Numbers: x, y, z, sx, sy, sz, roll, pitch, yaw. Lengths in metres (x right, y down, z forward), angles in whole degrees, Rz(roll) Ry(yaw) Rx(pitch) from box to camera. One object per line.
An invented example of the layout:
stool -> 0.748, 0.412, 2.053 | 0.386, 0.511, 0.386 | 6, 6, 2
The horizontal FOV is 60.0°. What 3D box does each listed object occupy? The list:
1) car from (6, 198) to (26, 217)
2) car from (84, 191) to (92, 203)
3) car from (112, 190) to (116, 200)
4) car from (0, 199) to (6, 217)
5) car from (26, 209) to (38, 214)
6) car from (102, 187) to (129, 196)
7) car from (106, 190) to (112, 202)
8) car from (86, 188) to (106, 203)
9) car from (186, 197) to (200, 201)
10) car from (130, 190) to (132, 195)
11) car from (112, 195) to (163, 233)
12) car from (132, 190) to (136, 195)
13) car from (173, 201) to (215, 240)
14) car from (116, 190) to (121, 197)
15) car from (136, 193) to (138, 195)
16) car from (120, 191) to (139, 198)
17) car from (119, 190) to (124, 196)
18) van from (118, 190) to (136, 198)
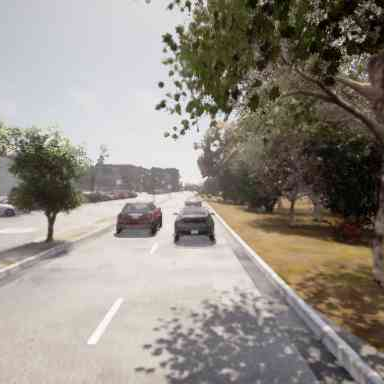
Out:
car -> -16.810, 1.364, 27.776 | 4.674, 1.452, 2.002 | -1, 0, -20
car -> -16.960, 1.082, 45.713 | 5.366, 1.575, 1.946 | -1, 1, -20
car -> -16.803, 0.810, 60.774 | 4.553, 1.767, 2.185 | -1, 0, -20
car -> -16.843, 1.236, 24.764 | 4.553, 1.767, 2.185 | -1, 0, -20
car -> -16.797, 1.283, 30.776 | 5.008, 1.535, 2.097 | -1, 1, -20
car -> -16.787, 0.622, 69.771 | 5.566, 2.045, 2.435 | -1, 1, -20
car -> -16.744, 0.833, 57.788 | 4.553, 1.767, 2.185 | -1, 1, -20
car -> -16.807, 0.764, 51.761 | 5.566, 2.045, 2.435 | -1, 1, -20
car -> 0.118, 1.277, 34.941 | 2.033, 1.411, 5.357 | 0, 1, 0
car -> -16.735, 0.876, 75.790 | 4.674, 1.452, 2.002 | -1, 1, -20
car -> -2.890, 1.278, 19.198 | 2.097, 1.767, 4.553 | 0, 0, 0
car -> -16.754, 0.566, 78.785 | 5.566, 2.045, 2.435 | -1, 1, -20
car -> 0.109, 1.452, 16.754 | 1.837, 1.490, 4.892 | 0, 1, 0
car -> -16.774, 0.914, 63.785 | 4.892, 1.521, 2.231 | -1, 0, -20
car -> -16.680, 0.547, 81.821 | 5.566, 2.045, 2.435 | -1, 0, -20
car -> -16.588, 0.636, 87.836 | 4.553, 1.767, 2.185 | -1, 1, -19
car -> -16.788, 0.922, 66.770 | 4.792, 1.488, 2.163 | -1, 1, -20
van -> -16.564, 0.553, 84.857 | 4.442, 1.987, 1.878 | -1, 0, -19
